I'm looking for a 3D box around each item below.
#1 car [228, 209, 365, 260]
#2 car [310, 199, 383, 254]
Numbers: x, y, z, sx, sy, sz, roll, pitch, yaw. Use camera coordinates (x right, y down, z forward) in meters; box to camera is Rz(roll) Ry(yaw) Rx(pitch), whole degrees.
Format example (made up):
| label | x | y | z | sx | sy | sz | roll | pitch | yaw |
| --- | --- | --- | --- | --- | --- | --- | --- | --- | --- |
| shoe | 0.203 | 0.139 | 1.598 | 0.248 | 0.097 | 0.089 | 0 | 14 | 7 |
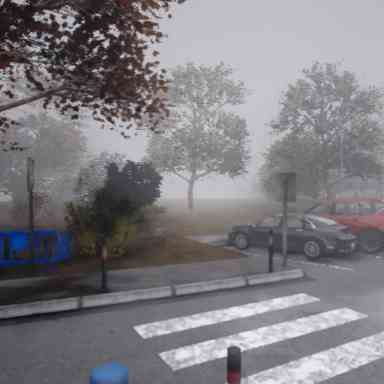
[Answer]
| label | x | y | z | sx | sy | sz | roll | pitch | yaw |
| --- | --- | --- | --- | --- | --- | --- | --- | --- | --- |
| car | 3.651 | 1.560 | 12.910 | 4.892 | 1.521 | 2.231 | -1 | -1 | 42 |
| car | 6.258 | 1.336 | 14.318 | 5.566 | 2.045 | 2.435 | -1 | -1 | 42 |
